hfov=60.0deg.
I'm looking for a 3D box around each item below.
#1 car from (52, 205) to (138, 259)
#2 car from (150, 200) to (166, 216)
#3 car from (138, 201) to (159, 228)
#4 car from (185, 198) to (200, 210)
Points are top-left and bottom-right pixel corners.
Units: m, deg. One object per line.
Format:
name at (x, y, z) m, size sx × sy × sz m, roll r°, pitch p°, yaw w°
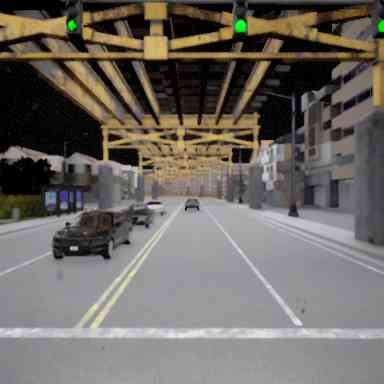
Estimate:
car at (-3.581, 1.465, 12.743) m, size 1.882 × 1.535 × 5.008 m, roll 0°, pitch 0°, yaw 1°
car at (-3.555, 1.494, 32.093) m, size 1.812 × 1.442 × 4.674 m, roll 0°, pitch 0°, yaw 1°
car at (-3.588, 1.542, 21.827) m, size 1.994 × 1.385 × 4.181 m, roll 0°, pitch 0°, yaw 1°
car at (0.028, 1.507, 41.420) m, size 2.033 × 1.411 × 5.357 m, roll 0°, pitch 0°, yaw 0°
